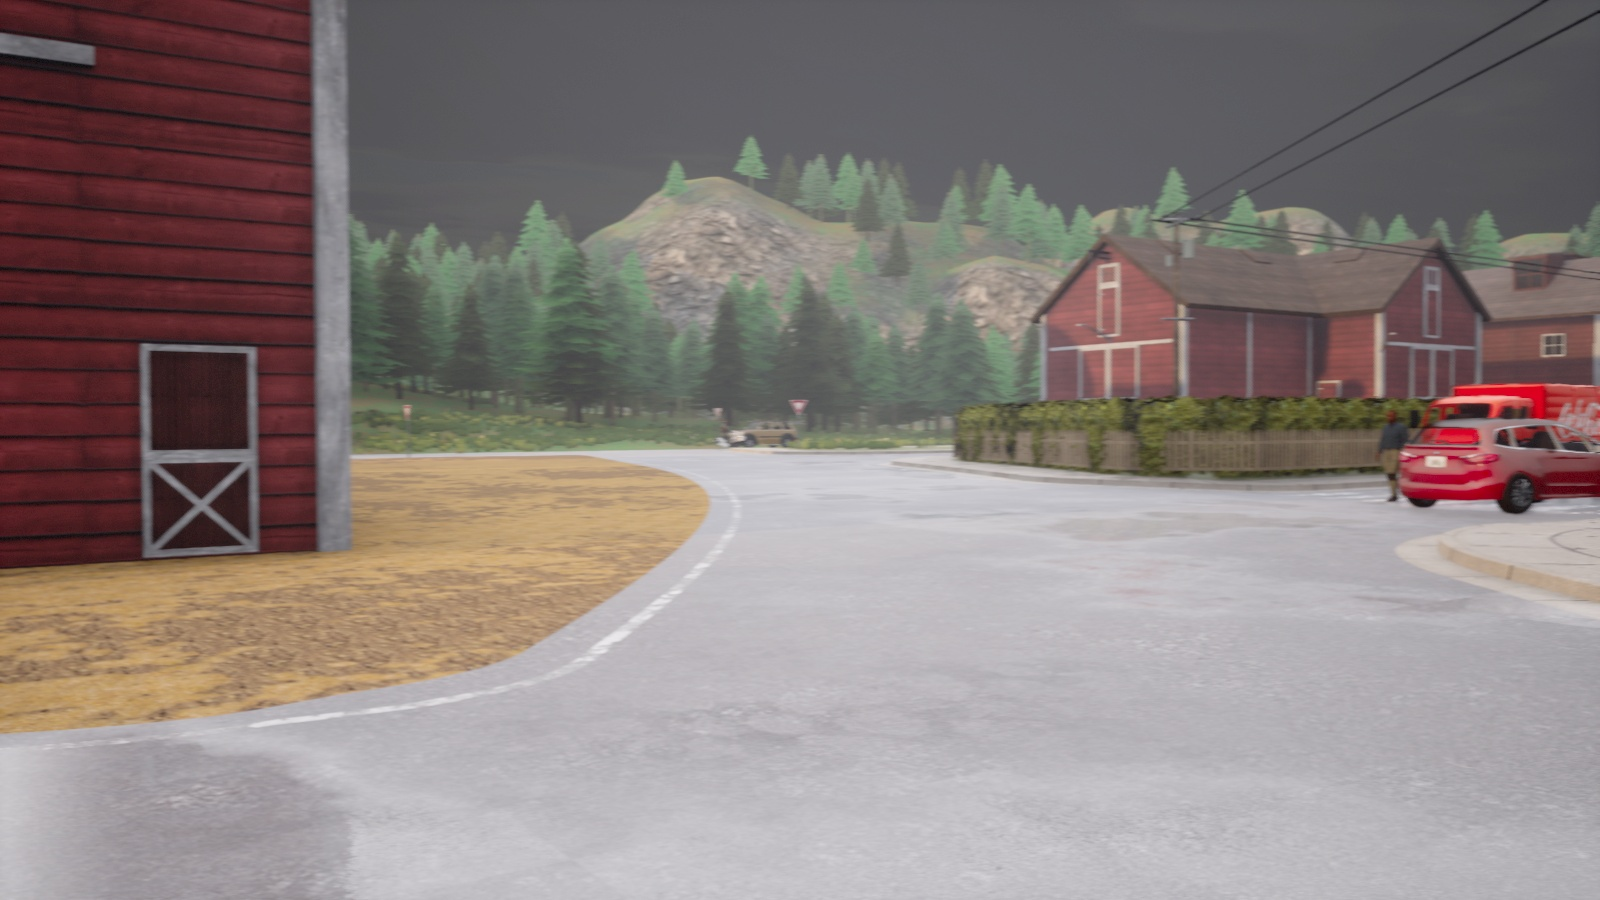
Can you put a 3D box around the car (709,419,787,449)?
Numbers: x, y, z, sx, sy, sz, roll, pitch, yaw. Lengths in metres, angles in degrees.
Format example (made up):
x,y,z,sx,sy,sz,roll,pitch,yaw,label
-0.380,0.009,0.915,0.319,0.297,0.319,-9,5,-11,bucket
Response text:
x,y,z,sx,sy,sz,roll,pitch,yaw,label
-3.277,-1.019,79.854,4.605,1.855,1.932,-1,1,-34,car

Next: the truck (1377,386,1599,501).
x,y,z,sx,sy,sz,roll,pitch,yaw,label
16.281,-0.174,29.476,5.204,2.467,2.627,-1,1,-34,truck

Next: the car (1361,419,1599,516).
x,y,z,sx,sy,sz,roll,pitch,yaw,label
13.035,0.265,23.297,4.611,1.667,2.242,0,1,-23,car

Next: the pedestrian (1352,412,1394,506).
x,y,z,sx,sy,sz,roll,pitch,yaw,label
11.382,0.170,24.941,0.726,1.835,0.370,0,1,-26,pedestrian
